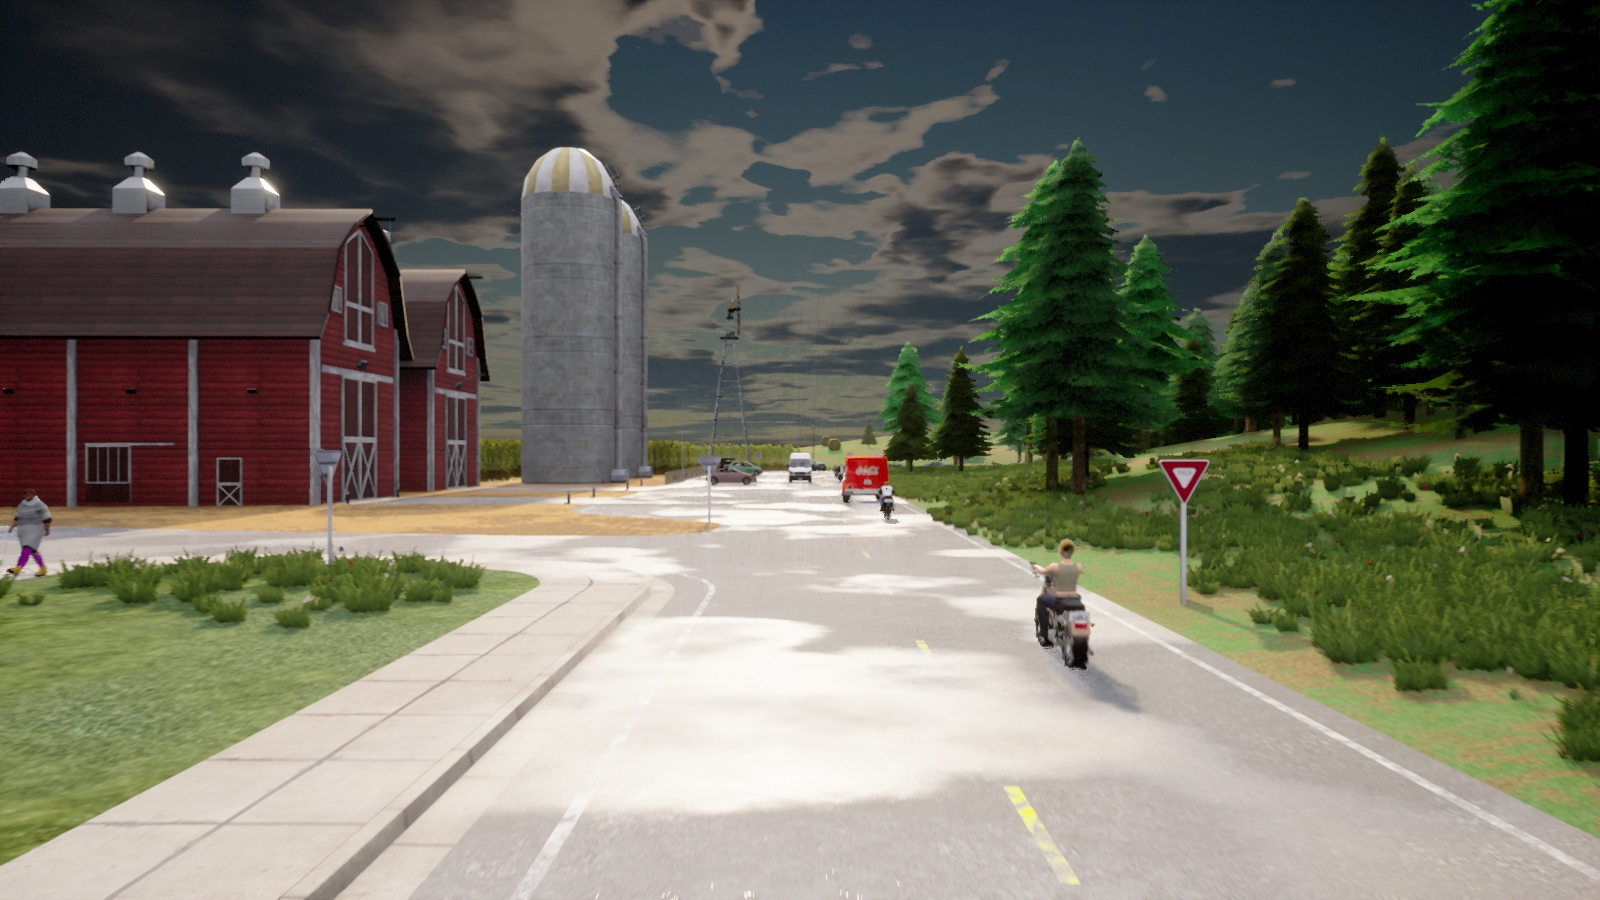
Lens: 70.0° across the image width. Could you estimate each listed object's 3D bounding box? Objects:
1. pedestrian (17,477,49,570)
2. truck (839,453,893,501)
[{"bbox_3d":[-15.456,1.470,23.026,0.375,1.860,0.375,0,0,6],"label":"pedestrian"},{"bbox_3d":[3.518,1.428,62.110,2.627,2.467,5.204,0,0,0],"label":"truck"}]
